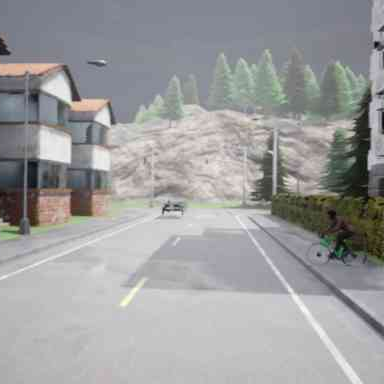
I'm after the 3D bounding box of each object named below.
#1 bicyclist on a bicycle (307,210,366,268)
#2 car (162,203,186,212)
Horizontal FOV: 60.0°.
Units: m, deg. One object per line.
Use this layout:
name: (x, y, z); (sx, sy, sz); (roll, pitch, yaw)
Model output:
bicyclist on a bicycle: (4.100, 1.336, 9.422); (1.656, 1.620, 0.582); (1, 0, 5)
car: (-1.380, 1.125, 27.886); (1.895, 1.301, 4.718); (1, 0, 5)
